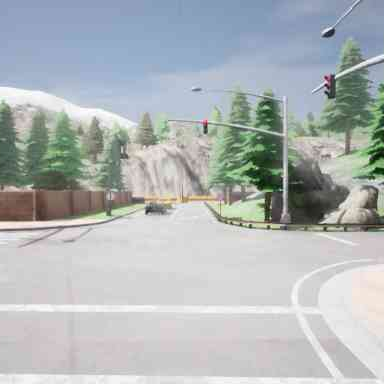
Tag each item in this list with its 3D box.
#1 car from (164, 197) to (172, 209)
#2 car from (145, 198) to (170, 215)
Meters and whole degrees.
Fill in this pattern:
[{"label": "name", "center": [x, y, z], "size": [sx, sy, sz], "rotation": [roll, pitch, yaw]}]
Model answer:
[{"label": "car", "center": [-3.665, 1.477, 44.431], "size": [1.882, 1.535, 5.008], "rotation": [0, 0, 0]}, {"label": "car", "center": [-3.652, 1.601, 34.218], "size": [1.895, 1.301, 4.718], "rotation": [0, 0, 0]}]
